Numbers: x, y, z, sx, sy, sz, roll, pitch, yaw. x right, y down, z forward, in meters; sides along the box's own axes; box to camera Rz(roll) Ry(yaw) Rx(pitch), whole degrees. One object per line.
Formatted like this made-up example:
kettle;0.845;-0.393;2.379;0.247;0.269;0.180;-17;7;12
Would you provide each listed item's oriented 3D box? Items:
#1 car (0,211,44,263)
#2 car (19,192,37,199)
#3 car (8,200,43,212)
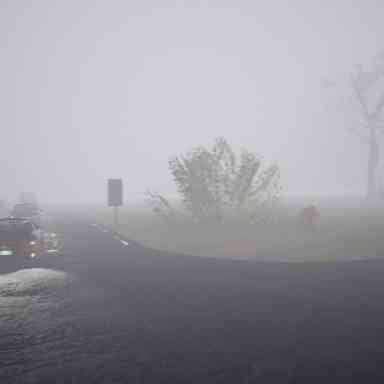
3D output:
car;-6.292;1.620;11.641;1.994;1.385;4.181;-1;0;-24
car;-23.915;1.047;48.499;2.150;2.045;5.566;-1;0;-28
car;-11.437;1.571;22.911;2.128;1.511;4.902;-1;1;-25
